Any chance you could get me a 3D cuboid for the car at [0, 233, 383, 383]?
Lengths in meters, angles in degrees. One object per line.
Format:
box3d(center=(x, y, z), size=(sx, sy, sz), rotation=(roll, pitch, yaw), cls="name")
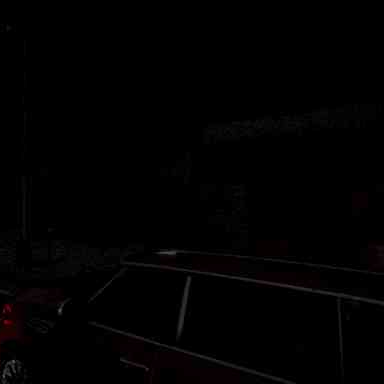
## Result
box3d(center=(0.255, 1.315, 2.896), size=(5.009, 1.841, 2.192), rotation=(0, 0, 36), cls="car")
